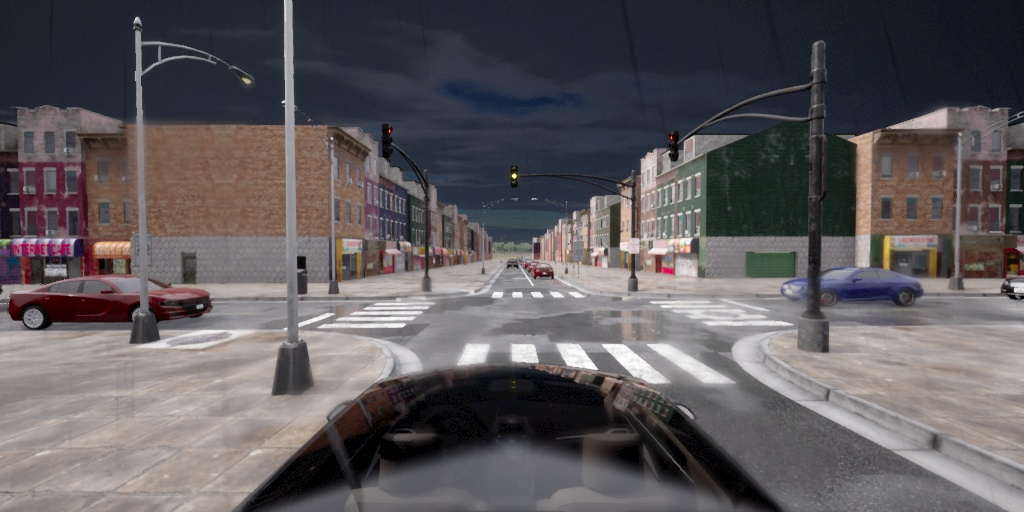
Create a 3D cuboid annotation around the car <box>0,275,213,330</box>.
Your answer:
[{"bbox_3d":[-12.310,1.337,11.226,5.008,1.535,1.882,0,1,-1],"label":"car"}]

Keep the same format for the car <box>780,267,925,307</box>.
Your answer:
[{"bbox_3d":[13.298,1.160,14.130,4.674,1.442,1.812,0,1,1],"label":"car"}]

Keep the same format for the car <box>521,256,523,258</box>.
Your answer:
[{"bbox_3d":[2.748,1.185,59.343,1.967,1.591,4.097,0,0,0],"label":"car"}]

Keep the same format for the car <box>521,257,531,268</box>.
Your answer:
[{"bbox_3d":[2.737,1.290,53.811,1.888,1.381,4.507,0,0,0],"label":"car"}]

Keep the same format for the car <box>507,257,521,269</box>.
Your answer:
[{"bbox_3d":[0.106,1.250,56.427,1.837,1.490,4.892,0,0,0],"label":"car"}]

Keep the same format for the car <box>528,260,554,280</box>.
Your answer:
[{"bbox_3d":[2.694,1.290,31.681,1.888,1.381,4.507,0,0,0],"label":"car"}]

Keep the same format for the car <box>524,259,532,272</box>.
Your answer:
[{"bbox_3d":[2.716,1.327,42.746,1.802,1.307,4.207,0,0,0],"label":"car"}]

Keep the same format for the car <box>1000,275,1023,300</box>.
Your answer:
[{"bbox_3d":[22.459,1.087,14.088,4.902,1.511,2.128,0,1,0],"label":"car"}]

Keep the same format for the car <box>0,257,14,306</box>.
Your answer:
[{"bbox_3d":[-24.061,1.112,14.215,5.566,2.045,2.150,-1,1,0],"label":"car"}]
